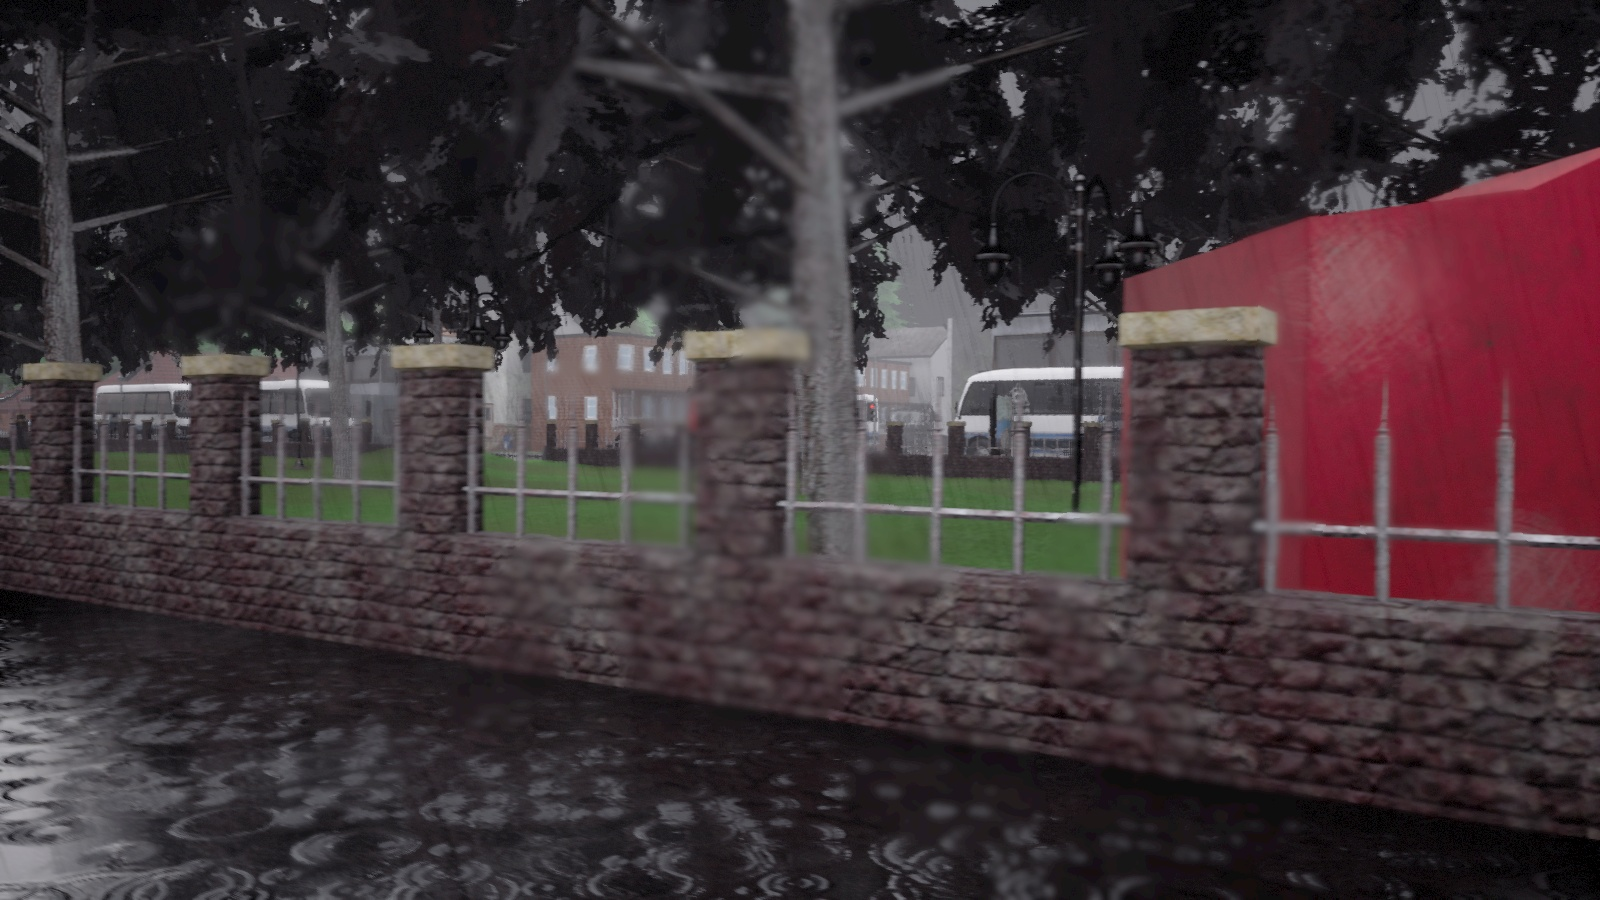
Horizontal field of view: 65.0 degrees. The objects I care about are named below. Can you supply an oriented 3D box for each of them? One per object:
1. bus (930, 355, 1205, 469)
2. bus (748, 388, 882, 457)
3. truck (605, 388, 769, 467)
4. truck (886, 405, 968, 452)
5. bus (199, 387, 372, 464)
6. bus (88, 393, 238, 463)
[{"bbox_3d":[10.805,-1.444,51.353,10.273,4.253,3.944,0,1,35],"label":"bus"},{"bbox_3d":[1.167,-1.793,83.344,3.944,4.253,10.273,0,1,34],"label":"bus"},{"bbox_3d":[-5.397,-1.006,58.903,7.936,3.462,2.891,0,1,40],"label":"truck"},{"bbox_3d":[9.812,-1.654,96.307,2.891,3.462,7.936,0,1,34],"label":"truck"},{"bbox_3d":[-30.215,-1.376,73.589,10.273,4.253,3.944,0,1,30],"label":"bus"},{"bbox_3d":[-40.849,-1.372,80.397,10.273,4.253,3.944,0,1,34],"label":"bus"}]
